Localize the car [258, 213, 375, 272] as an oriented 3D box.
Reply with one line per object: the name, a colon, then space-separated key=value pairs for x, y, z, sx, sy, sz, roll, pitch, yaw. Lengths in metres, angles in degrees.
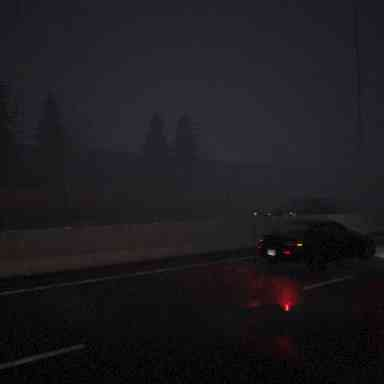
car: x=4.192 y=1.607 z=11.036 sx=4.674 sy=1.442 sz=1.812 roll=1 pitch=0 yaw=-35

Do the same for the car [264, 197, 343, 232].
car: x=7.544 y=1.382 z=22.266 sx=5.566 sy=2.045 sz=2.150 roll=1 pitch=-1 yaw=-35

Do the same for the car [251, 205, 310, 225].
car: x=7.051 y=1.772 z=26.214 sx=4.718 sy=1.301 sz=1.895 roll=1 pitch=0 yaw=-35
